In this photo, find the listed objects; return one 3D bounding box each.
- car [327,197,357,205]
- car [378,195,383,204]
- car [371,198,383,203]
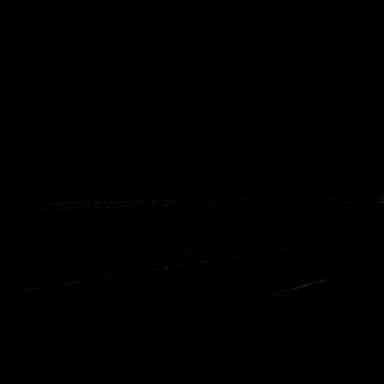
[{"bbox_3d":[22.696,1.474,50.204,5.357,1.411,2.033,0,0,-35],"label":"car"},{"bbox_3d":[35.313,1.382,59.145,5.008,1.535,1.882,0,0,-35],"label":"car"},{"bbox_3d":[24.941,1.455,43.239,4.674,1.442,1.812,0,0,-35],"label":"car"}]
